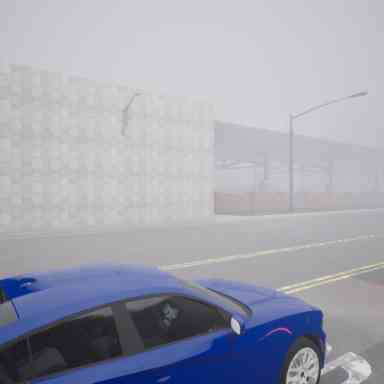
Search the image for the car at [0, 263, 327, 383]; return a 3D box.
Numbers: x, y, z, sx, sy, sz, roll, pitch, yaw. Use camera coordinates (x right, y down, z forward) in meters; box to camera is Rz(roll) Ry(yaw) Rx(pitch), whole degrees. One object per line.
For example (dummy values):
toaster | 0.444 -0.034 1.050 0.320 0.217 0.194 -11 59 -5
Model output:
car | -0.691 1.478 3.256 5.008 1.535 1.882 0 0 -36
